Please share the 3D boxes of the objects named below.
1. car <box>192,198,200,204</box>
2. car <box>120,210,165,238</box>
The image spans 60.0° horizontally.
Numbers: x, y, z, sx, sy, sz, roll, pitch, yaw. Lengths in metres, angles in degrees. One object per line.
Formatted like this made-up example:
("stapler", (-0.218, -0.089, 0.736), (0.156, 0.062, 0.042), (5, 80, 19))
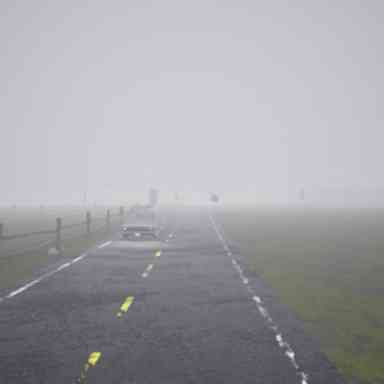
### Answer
("car", (1.198, 2.561, 94.581), (2.128, 1.511, 4.902), (0, -1, 5))
("car", (-2.665, 1.762, 19.210), (2.033, 1.411, 5.357), (0, -1, 1))
